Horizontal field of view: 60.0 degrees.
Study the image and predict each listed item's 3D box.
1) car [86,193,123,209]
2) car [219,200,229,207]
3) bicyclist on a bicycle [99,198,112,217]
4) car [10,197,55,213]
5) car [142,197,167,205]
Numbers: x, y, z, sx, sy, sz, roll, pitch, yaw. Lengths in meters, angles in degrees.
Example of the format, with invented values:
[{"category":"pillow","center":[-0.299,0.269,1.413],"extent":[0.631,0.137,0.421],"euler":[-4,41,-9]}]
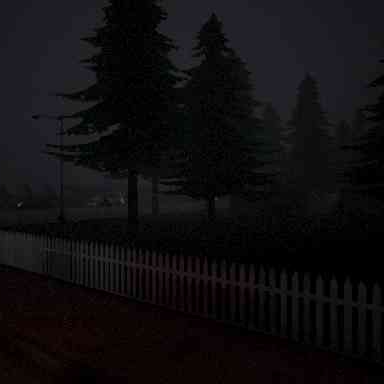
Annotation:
[{"category":"car","center":[-12.092,1.221,46.421],"extent":[2.150,2.045,5.566],"euler":[0,0,34]},{"category":"car","center":[4.278,1.221,51.479],"extent":[2.150,2.045,5.566],"euler":[0,0,34]},{"category":"bicyclist on a bicycle","center":[-7.200,1.302,27.864],"extent":[1.656,1.620,0.582],"euler":[0,0,34]},{"category":"car","center":[-18.052,1.352,37.661],"extent":[2.097,1.767,4.553],"euler":[0,0,34]},{"category":"car","center":[-6.214,1.490,54.993],"extent":[2.128,1.511,4.902],"euler":[0,0,35]}]
